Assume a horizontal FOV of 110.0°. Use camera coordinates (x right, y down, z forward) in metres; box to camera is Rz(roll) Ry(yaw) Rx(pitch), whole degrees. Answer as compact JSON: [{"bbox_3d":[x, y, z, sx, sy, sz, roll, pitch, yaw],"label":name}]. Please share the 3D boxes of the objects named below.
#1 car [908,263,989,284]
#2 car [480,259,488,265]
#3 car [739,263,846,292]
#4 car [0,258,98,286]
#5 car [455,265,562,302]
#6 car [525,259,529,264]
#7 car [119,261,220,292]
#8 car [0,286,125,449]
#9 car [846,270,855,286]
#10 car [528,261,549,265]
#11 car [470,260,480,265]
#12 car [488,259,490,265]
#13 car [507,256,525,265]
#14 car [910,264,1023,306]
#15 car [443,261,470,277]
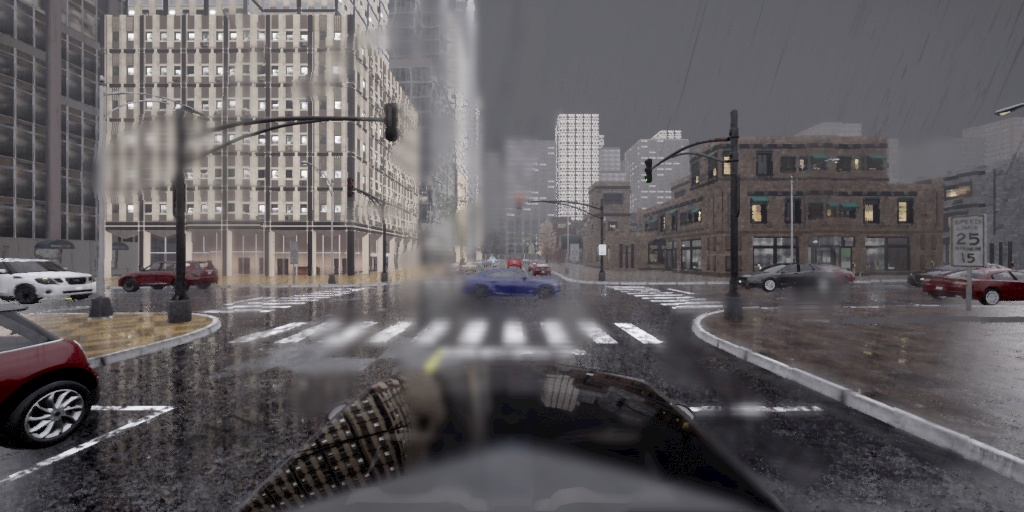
[{"bbox_3d":[24.946,1.144,20.037,4.181,1.385,1.994,0,0,-1],"label":"car"},{"bbox_3d":[-5.405,1.333,56.909,2.007,1.370,4.403,0,0,0],"label":"car"},{"bbox_3d":[15.143,1.150,19.932,4.892,1.490,1.837,0,0,-1],"label":"car"},{"bbox_3d":[-22.519,1.111,16.358,5.566,2.045,2.150,0,0,-1],"label":"car"},{"bbox_3d":[-0.052,1.279,16.579,4.674,1.442,1.812,0,0,-1],"label":"car"},{"bbox_3d":[2.917,1.355,45.785,1.802,1.307,4.207,0,0,0],"label":"car"},{"bbox_3d":[-21.018,1.207,22.164,5.009,1.841,2.192,0,0,-1],"label":"car"},{"bbox_3d":[-5.690,1.190,2.279,1.967,1.591,4.097,0,0,0],"label":"car"},{"bbox_3d":[19.054,1.205,22.559,4.207,1.307,1.802,0,0,-1],"label":"car"},{"bbox_3d":[2.860,1.309,34.703,1.888,1.381,4.507,0,0,0],"label":"car"},{"bbox_3d":[-5.464,1.298,45.658,1.751,1.417,4.829,0,0,0],"label":"car"},{"bbox_3d":[-5.376,1.354,62.450,1.948,1.339,4.313,0,0,0],"label":"car"},{"bbox_3d":[0.369,1.001,53.990,2.150,2.045,5.566,0,0,0],"label":"car"},{"bbox_3d":[19.137,1.155,14.179,4.507,1.381,1.888,0,0,-1],"label":"car"},{"bbox_3d":[-5.521,1.346,34.746,1.802,1.307,4.207,0,0,0],"label":"car"}]
